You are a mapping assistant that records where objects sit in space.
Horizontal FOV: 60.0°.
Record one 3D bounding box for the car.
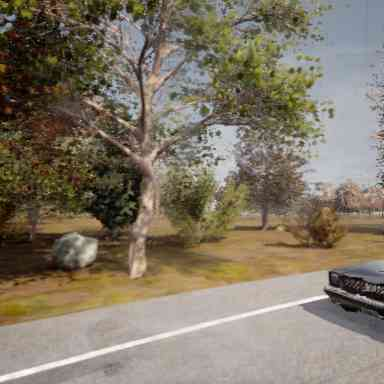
[{"bbox_3d":[4.795,1.638,6.371,4.718,1.301,1.895,0,-1,-28],"label":"car"}]
